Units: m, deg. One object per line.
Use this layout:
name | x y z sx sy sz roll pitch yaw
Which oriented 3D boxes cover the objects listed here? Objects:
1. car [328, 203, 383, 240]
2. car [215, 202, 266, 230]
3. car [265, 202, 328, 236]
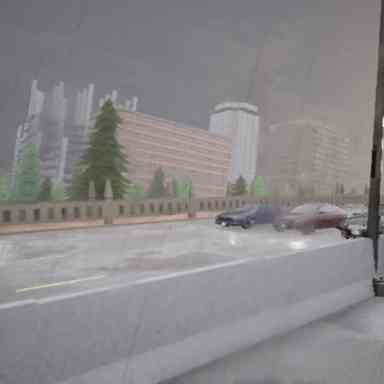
car | 8.305 1.257 14.221 4.902 1.511 2.128 -1 1 -36
car | 3.886 1.319 19.668 5.357 1.411 2.033 -1 1 -36
car | 6.173 1.292 17.000 4.674 1.442 1.812 -1 1 -36
